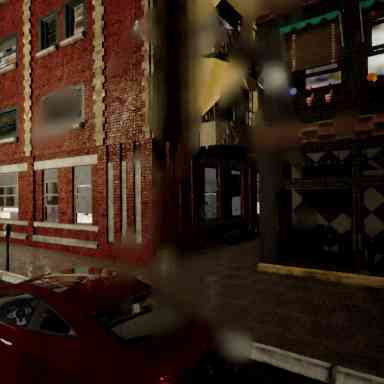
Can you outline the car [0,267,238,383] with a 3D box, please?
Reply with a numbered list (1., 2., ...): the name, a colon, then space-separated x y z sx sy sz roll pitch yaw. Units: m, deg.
1. car: -1.501 1.583 3.923 4.206 1.307 1.802 0 -1 36
